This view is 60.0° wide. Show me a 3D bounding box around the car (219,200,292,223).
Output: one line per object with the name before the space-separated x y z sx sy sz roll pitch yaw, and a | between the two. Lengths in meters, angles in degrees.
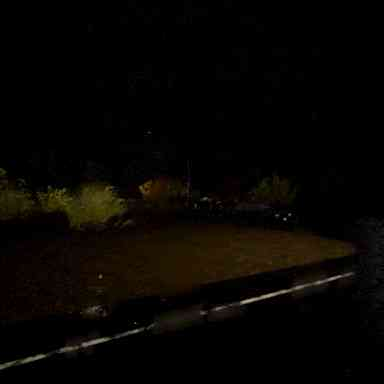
car | 4.830 1.483 25.099 2.033 1.411 5.357 0 0 -37

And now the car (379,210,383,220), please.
car | 15.493 1.447 22.616 1.882 1.535 5.008 0 0 -37

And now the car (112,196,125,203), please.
car | -14.395 1.316 62.026 1.895 1.301 4.718 0 0 -37

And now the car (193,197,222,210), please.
car | 2.019 1.347 40.388 2.128 1.511 4.902 0 0 -37
